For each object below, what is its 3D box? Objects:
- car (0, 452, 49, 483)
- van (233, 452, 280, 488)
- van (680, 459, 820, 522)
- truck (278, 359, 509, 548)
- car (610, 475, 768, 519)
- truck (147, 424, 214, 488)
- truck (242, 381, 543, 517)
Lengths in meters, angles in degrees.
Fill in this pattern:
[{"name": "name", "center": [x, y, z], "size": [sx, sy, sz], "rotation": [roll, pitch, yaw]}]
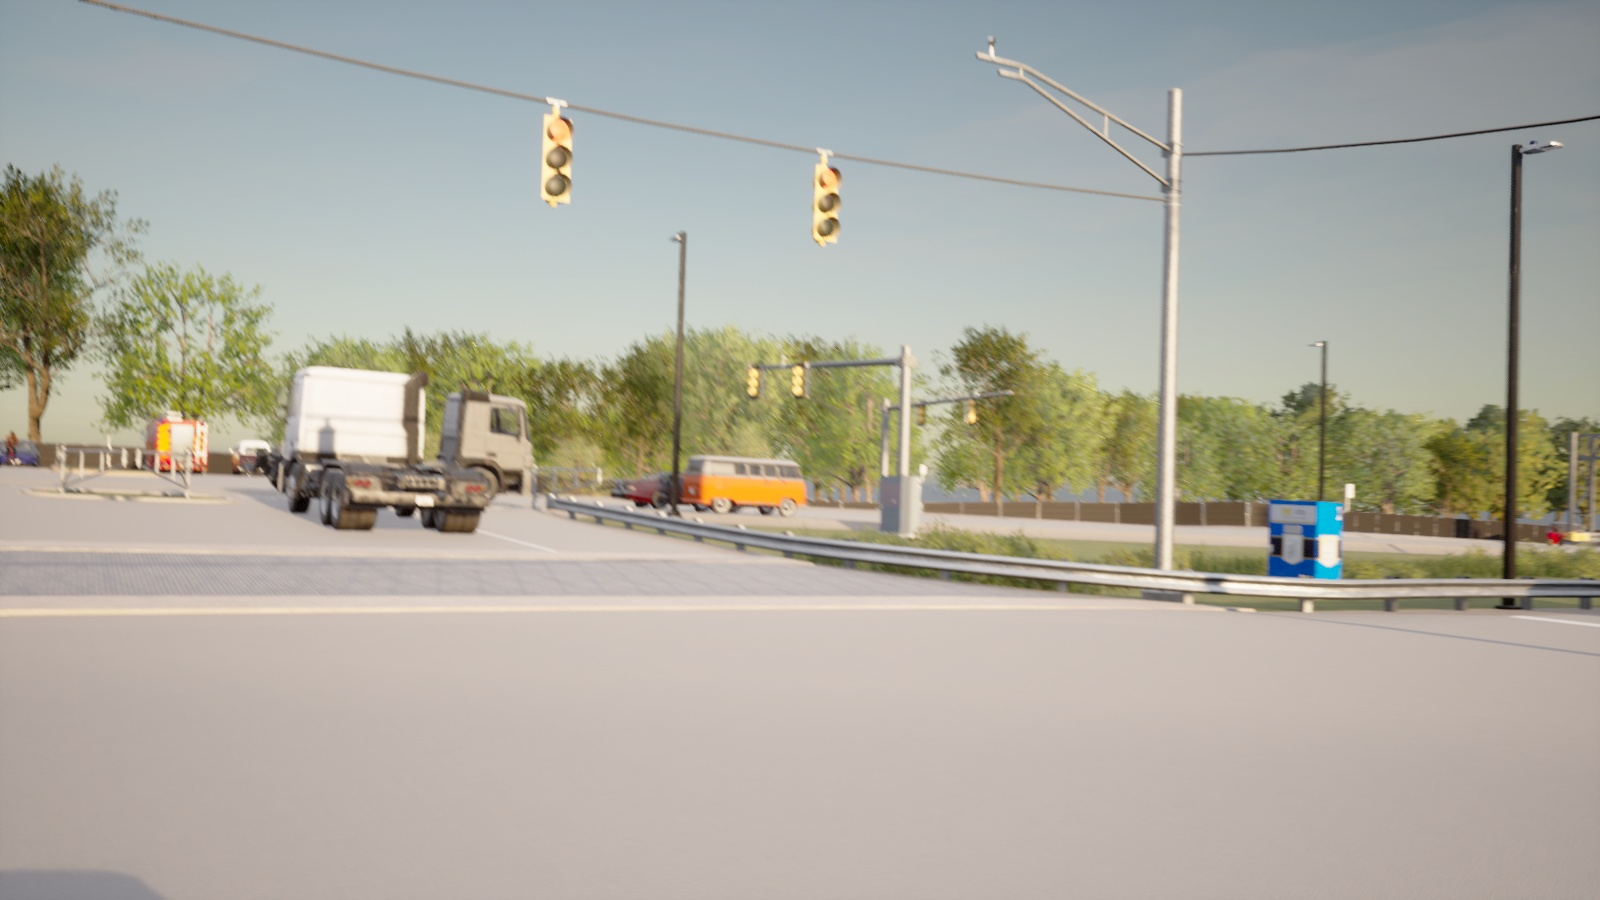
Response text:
[{"name": "car", "center": [-40.356, 0.948, 65.256], "size": [2.163, 1.488, 4.792], "rotation": [3, -3, -31]}, {"name": "van", "center": [-32.006, 1.217, 73.906], "size": [2.069, 2.038, 4.480], "rotation": [2, -2, -29]}, {"name": "van", "center": [-1.717, 1.433, 43.548], "size": [4.442, 1.987, 1.775], "rotation": [4, -3, -30]}, {"name": "truck", "center": [-9.107, 0.066, 27.395], "size": [2.891, 3.462, 7.936], "rotation": [4, -1, -31]}, {"name": "car", "center": [-4.054, 1.737, 46.238], "size": [5.357, 1.411, 2.033], "rotation": [4, -3, -30]}, {"name": "truck", "center": [-39.537, 0.460, 79.959], "size": [2.891, 3.827, 8.468], "rotation": [2, -2, -32]}, {"name": "truck", "center": [-12.101, 0.041, 37.584], "size": [7.936, 3.462, 2.891], "rotation": [4, -1, -30]}]
